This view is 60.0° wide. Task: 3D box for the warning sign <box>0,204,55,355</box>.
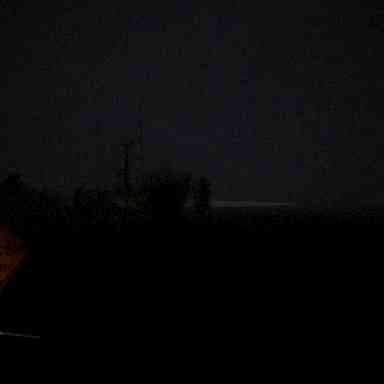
[{"bbox_3d":[-2.791,1.121,4.559,1.060,1.860,1.300,-1,0,35],"label":"warning sign"}]
